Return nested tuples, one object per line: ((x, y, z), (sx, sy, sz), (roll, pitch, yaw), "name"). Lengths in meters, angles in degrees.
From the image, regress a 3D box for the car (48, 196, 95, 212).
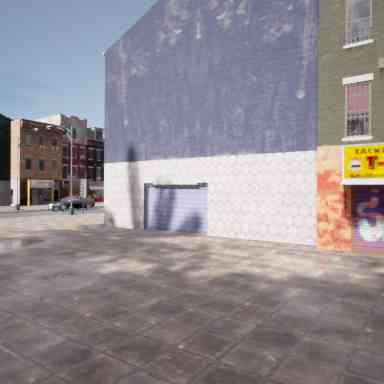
((-12.378, 1.180, 34.458), (2.128, 1.511, 4.902), (1, 1, 36), "car")
